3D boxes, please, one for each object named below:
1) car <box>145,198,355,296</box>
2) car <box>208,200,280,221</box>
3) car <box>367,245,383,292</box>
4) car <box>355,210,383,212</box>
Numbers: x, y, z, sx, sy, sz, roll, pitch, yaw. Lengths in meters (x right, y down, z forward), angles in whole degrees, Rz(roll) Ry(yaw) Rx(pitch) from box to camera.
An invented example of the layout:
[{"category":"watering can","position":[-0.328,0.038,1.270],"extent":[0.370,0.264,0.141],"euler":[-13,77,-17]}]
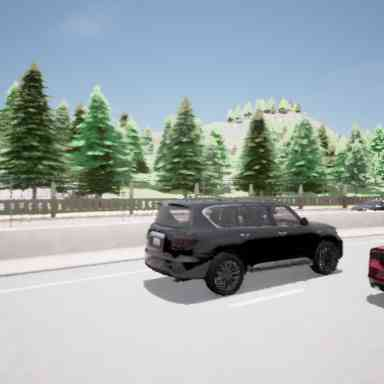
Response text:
[{"category":"car","position":[1.519,1.174,8.704],"extent":[5.566,2.045,2.150],"euler":[0,0,-31]},{"category":"car","position":[4.090,1.406,26.179],"extent":[5.357,1.411,2.033],"euler":[0,0,-25]},{"category":"car","position":[5.979,1.440,7.237],"extent":[5.008,1.535,1.882],"euler":[0,0,-30]},{"category":"car","position":[15.053,1.365,26.960],"extent":[4.892,1.490,1.837],"euler":[0,0,-20]}]
